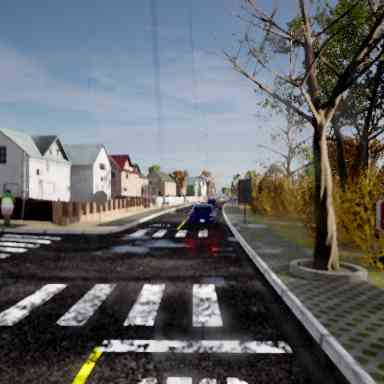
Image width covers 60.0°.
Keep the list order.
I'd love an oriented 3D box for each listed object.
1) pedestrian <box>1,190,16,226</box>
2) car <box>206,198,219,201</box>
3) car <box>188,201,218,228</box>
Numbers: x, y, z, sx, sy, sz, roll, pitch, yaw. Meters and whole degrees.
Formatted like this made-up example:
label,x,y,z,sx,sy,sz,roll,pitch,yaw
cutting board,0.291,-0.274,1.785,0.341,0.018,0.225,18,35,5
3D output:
label,x,y,z,sx,sy,sz,roll,pitch,yaw
pedestrian,-9.513,0.781,17.154,0.375,1.860,0.375,0,-3,0
car,3.218,1.729,52.898,1.812,1.442,4.674,0,0,6
car,0.746,1.553,22.366,1.812,1.442,4.674,0,0,3
